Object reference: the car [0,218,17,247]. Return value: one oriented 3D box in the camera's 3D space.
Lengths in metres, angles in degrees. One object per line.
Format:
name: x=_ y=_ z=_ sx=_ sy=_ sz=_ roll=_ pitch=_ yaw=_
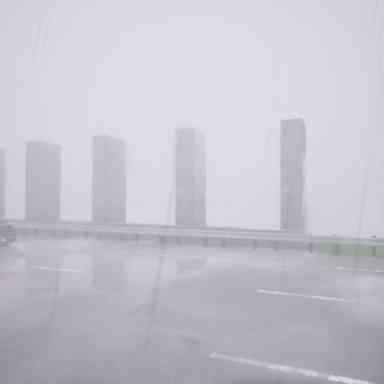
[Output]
car: x=-9.967 y=1.715 z=14.616 sx=4.892 sy=1.490 sz=1.837 roll=0 pitch=-1 yaw=23
